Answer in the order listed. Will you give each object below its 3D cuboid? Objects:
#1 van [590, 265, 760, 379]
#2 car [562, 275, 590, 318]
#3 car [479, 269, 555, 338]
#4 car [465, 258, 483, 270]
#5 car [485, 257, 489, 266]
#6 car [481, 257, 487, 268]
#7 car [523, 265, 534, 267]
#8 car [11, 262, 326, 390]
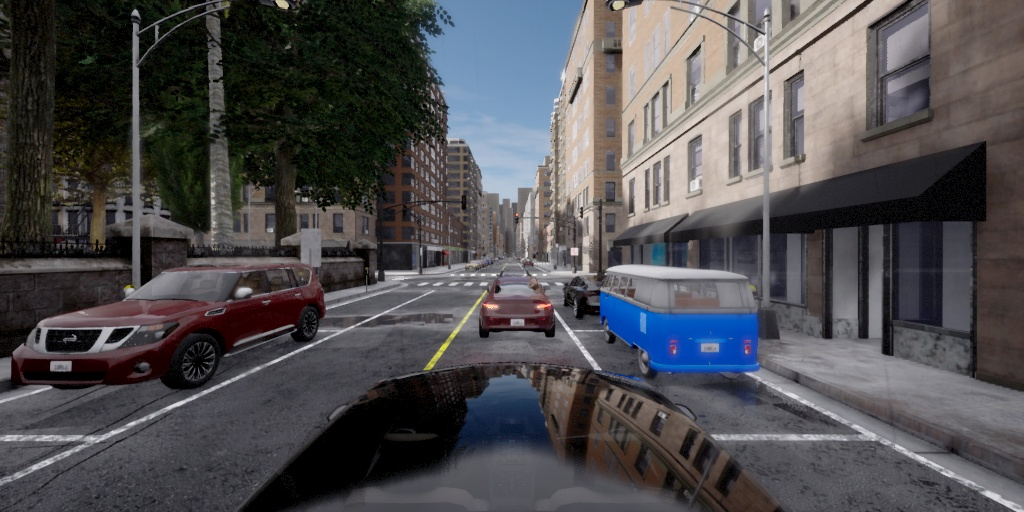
[{"bbox_3d":[2.870,1.090,7.033,1.690,1.789,3.998,0,0,0],"label":"van"},{"bbox_3d":[2.884,1.313,12.693,1.948,1.339,4.313,0,0,0],"label":"car"},{"bbox_3d":[0.126,1.274,10.074,1.812,1.442,4.674,0,0,0],"label":"car"},{"bbox_3d":[-5.545,1.248,50.533,1.751,1.417,4.829,0,0,0],"label":"car"},{"bbox_3d":[-5.517,1.265,61.605,1.888,1.381,4.507,0,0,0],"label":"car"},{"bbox_3d":[-5.530,1.271,56.153,2.007,1.370,4.403,0,0,0],"label":"car"},{"bbox_3d":[0.119,1.345,18.896,1.895,1.301,4.718,0,0,-1],"label":"car"},{"bbox_3d":[-5.655,1.064,7.014,2.192,1.841,5.009,0,0,0],"label":"car"}]
